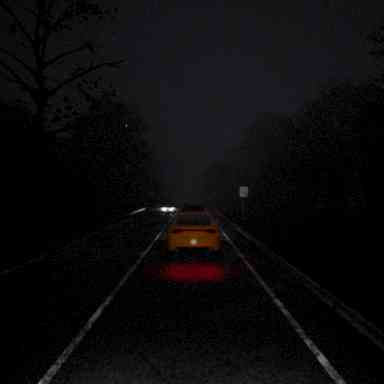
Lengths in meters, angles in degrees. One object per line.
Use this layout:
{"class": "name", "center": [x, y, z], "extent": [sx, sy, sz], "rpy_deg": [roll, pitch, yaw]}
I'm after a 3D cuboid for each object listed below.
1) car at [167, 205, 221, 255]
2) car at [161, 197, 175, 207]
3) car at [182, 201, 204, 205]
{"class": "car", "center": [0.072, 1.504, 13.448], "extent": [1.882, 1.535, 5.008], "rpy_deg": [0, 0, 0]}
{"class": "car", "center": [-3.569, 1.491, 50.525], "extent": [2.128, 1.511, 4.902], "rpy_deg": [0, 0, 0]}
{"class": "car", "center": [0.086, 1.526, 30.258], "extent": [1.882, 1.535, 5.008], "rpy_deg": [0, 0, 0]}
